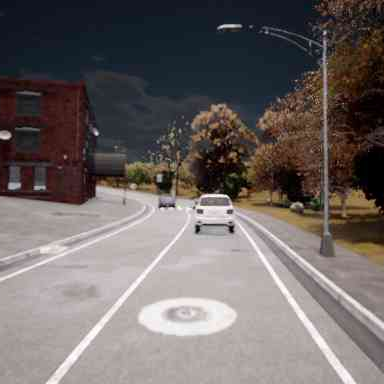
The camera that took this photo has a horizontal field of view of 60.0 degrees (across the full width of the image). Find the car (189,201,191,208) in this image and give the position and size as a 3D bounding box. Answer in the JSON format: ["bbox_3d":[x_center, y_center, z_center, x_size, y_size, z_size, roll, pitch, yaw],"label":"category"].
[{"bbox_3d":[0.798,1.348,39.062,1.895,1.301,4.718,1,1,-6],"label":"car"}]

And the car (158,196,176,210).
[{"bbox_3d":[-2.941,1.178,39.045,1.882,1.535,5.008,1,1,-7],"label":"car"}]

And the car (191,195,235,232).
[{"bbox_3d":[1.324,1.165,19.897,2.150,2.045,5.566,0,0,3],"label":"car"}]
